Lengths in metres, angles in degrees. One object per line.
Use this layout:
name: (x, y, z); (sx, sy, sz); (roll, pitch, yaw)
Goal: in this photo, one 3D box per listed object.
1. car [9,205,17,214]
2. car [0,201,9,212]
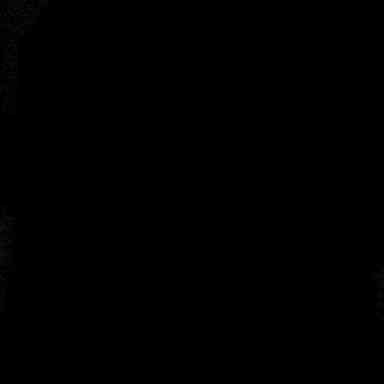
car: (-16.225, 1.525, 33.541); (1.802, 1.307, 4.206); (0, -1, 36)
car: (-19.368, 1.181, 29.152); (2.192, 1.841, 5.009); (0, -1, 36)
